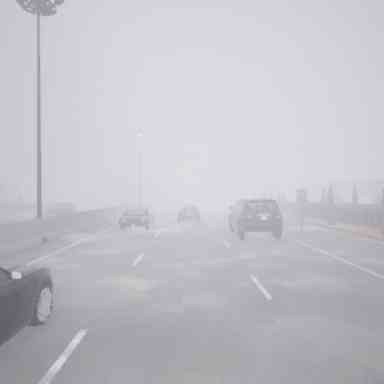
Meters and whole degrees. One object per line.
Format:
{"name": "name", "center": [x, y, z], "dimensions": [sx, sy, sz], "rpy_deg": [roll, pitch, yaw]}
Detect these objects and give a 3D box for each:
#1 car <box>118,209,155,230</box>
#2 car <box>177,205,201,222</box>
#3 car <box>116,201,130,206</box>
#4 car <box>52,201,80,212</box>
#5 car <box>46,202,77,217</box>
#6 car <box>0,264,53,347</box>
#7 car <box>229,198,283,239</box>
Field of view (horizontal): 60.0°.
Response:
{"name": "car", "center": [-3.682, 1.818, 22.934], "dimensions": [1.895, 1.301, 4.718], "rpy_deg": [0, 0, -1]}
{"name": "car", "center": [-0.270, 1.821, 29.476], "dimensions": [1.994, 1.385, 4.181], "rpy_deg": [0, 0, -1]}
{"name": "car", "center": [-11.268, 2.362, 54.951], "dimensions": [2.097, 1.767, 4.553], "rpy_deg": [0, -4, 0]}
{"name": "car", "center": [-18.193, 2.166, 48.325], "dimensions": [2.128, 1.511, 4.902], "rpy_deg": [0, -2, 0]}
{"name": "car", "center": [-14.565, 1.868, 37.158], "dimensions": [1.882, 1.535, 5.008], "rpy_deg": [0, 0, -1]}
{"name": "car", "center": [-3.483, 1.531, 4.177], "dimensions": [1.882, 1.535, 5.008], "rpy_deg": [0, -1, 0]}
{"name": "car", "center": [3.376, 1.366, 18.421], "dimensions": [2.150, 2.045, 5.566], "rpy_deg": [0, -1, -1]}
